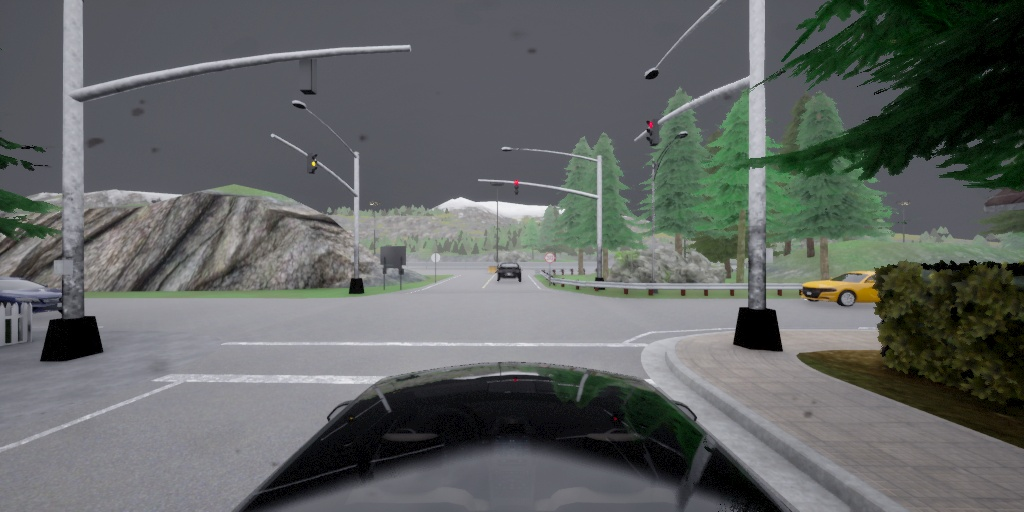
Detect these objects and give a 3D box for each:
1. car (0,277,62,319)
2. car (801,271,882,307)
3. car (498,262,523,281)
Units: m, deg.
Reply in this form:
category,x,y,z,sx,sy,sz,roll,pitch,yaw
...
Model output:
category,x,y,z,sx,sy,sz,roll,pitch,yaw
car,-18.276,1.467,12.714,4.674,1.442,1.812,0,0,0
car,15.958,1.419,16.220,5.008,1.535,1.882,0,0,0
car,-0.142,1.227,29.937,1.882,1.535,5.008,0,0,2
